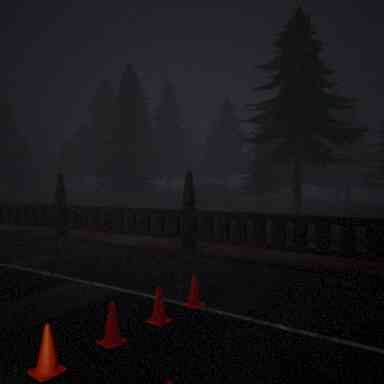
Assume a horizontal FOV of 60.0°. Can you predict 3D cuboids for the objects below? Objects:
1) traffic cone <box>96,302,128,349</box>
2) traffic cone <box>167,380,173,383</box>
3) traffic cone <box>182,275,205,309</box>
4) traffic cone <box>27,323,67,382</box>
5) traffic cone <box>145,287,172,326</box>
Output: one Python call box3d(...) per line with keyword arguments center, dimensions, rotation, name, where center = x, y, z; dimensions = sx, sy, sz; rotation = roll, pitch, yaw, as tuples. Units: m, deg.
box3d(center=(-1.179, 1.920, 4.901), dimensions=(0.340, 0.580, 0.340), rotation=(1, 0, 37), name="traffic cone")
box3d(center=(-0.195, 1.937, 2.893), dimensions=(0.340, 0.580, 0.340), rotation=(1, 0, 37), name="traffic cone")
box3d(center=(0.034, 1.915, 6.491), dimensions=(0.340, 0.580, 0.340), rotation=(1, 0, 37), name="traffic cone")
box3d(center=(-1.785, 1.922, 4.105), dimensions=(0.340, 0.580, 0.340), rotation=(1, 0, 37), name="traffic cone")
box3d(center=(-0.573, 1.918, 5.696), dimensions=(0.340, 0.580, 0.340), rotation=(1, 0, 37), name="traffic cone")
